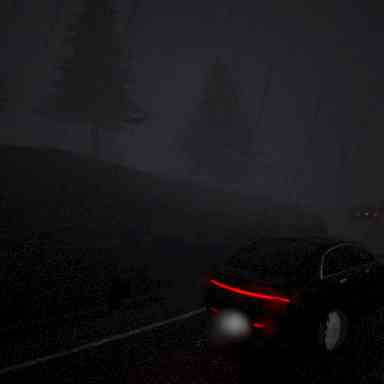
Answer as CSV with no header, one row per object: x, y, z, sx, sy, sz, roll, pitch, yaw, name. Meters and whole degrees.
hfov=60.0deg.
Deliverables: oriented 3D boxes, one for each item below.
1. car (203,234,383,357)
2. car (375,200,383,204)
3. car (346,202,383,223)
2.320,1.552,6.228,4.892,1.490,1.837,0,0,-44,car
20.446,1.607,35.657,2.097,1.767,4.553,0,-1,19,car
13.913,1.745,27.329,2.033,1.411,5.357,0,0,19,car
